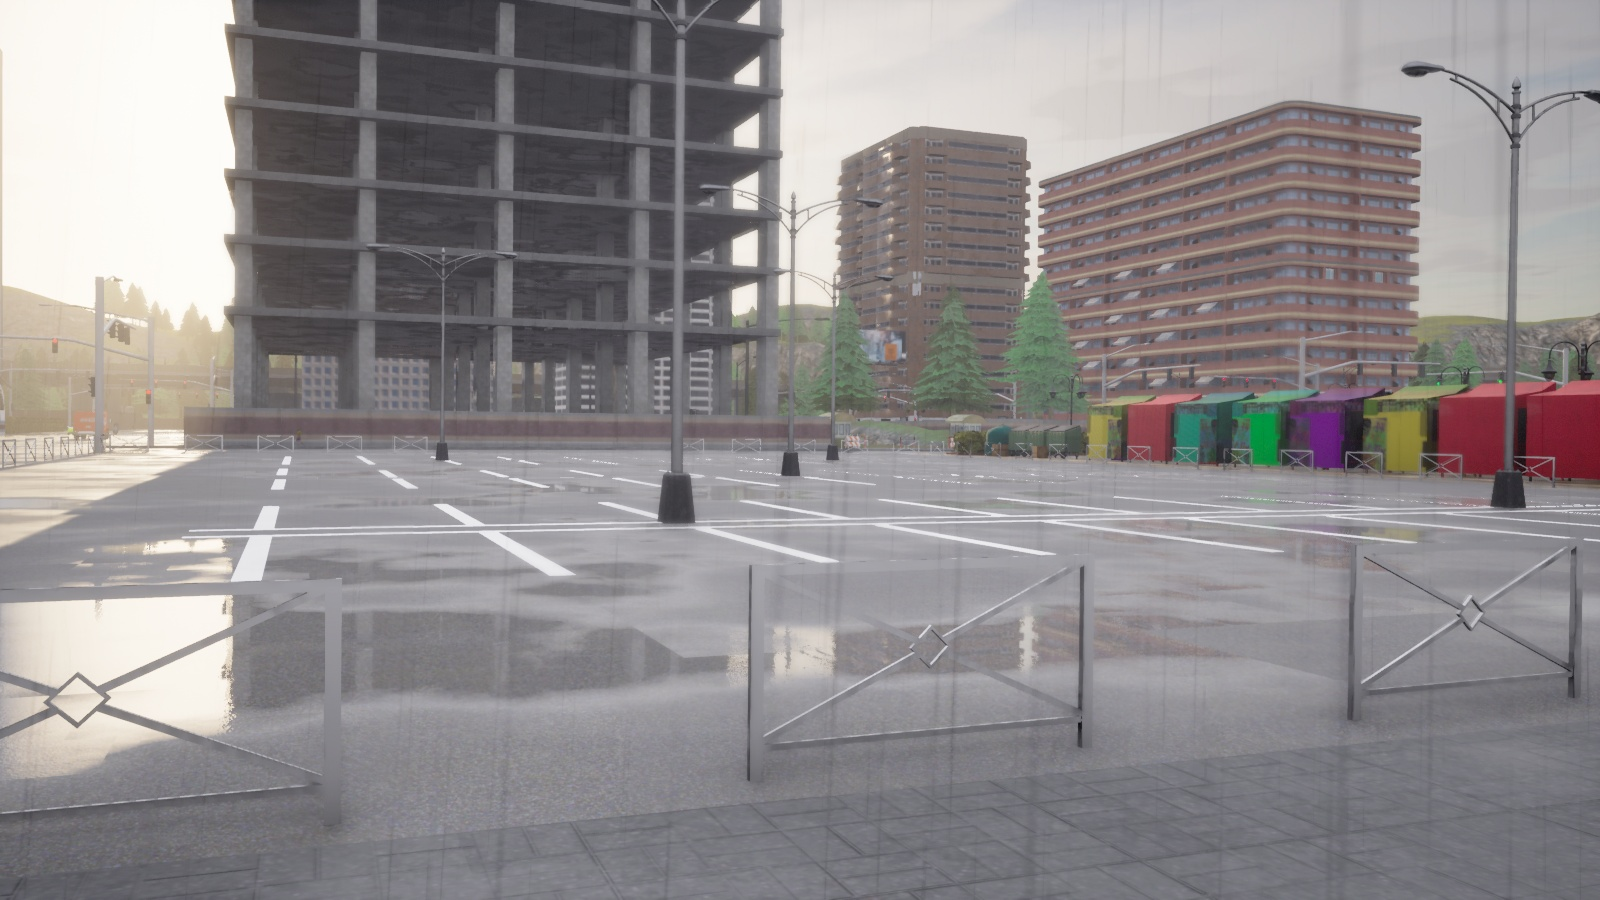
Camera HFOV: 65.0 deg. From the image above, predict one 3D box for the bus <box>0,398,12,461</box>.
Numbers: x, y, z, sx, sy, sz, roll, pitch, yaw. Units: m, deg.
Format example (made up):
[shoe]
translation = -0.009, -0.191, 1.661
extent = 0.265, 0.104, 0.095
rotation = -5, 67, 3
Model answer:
[bus]
translation = -54.720, -1.318, 81.764
extent = 3.944, 4.253, 10.273
rotation = -1, 1, -22

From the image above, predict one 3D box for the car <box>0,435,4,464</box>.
[car]
translation = -46.620, -0.002, 69.611
extent = 2.242, 1.667, 4.611
rotation = -1, 0, -3
